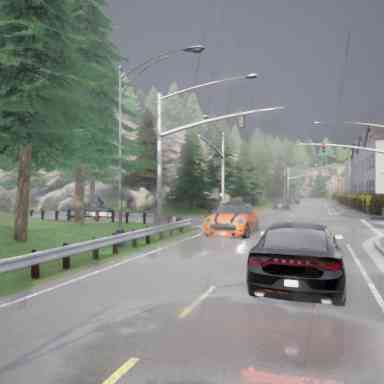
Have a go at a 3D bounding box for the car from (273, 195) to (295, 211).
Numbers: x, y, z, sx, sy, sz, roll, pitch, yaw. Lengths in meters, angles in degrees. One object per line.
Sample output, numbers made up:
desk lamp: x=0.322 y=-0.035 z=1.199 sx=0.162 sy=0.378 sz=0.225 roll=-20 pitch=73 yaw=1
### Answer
car: x=11.286 y=1.491 z=41.549 sx=2.128 sy=1.511 sz=4.902 roll=0 pitch=0 yaw=21

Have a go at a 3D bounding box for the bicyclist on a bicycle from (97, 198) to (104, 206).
bicyclist on a bicycle: x=-10.098 y=1.417 z=36.692 sx=0.582 sy=1.620 sz=1.656 roll=-2 pitch=5 yaw=20

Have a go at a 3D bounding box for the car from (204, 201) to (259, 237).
car: x=2.200 y=1.352 z=17.542 sx=2.097 sy=1.767 sz=4.553 roll=0 pitch=0 yaw=21

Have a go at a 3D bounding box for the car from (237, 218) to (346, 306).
car: x=2.648 y=1.478 z=8.243 sx=1.882 sy=1.535 sz=5.008 roll=0 pitch=0 yaw=21

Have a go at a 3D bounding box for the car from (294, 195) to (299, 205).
car: x=17.406 y=1.350 z=57.606 sx=2.097 sy=1.767 sz=4.553 roll=0 pitch=0 yaw=21

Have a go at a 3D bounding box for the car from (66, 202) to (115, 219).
car: x=-8.744 y=1.579 z=28.671 sx=4.181 sy=1.385 sz=1.994 roll=0 pitch=0 yaw=20
